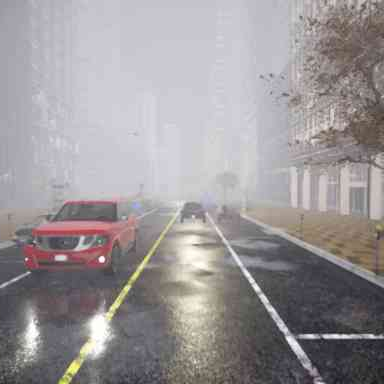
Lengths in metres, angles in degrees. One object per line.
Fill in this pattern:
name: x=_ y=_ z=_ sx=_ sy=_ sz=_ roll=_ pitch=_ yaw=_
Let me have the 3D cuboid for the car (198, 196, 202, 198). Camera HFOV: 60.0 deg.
car: x=0.083 y=1.528 z=46.379 sx=1.895 sy=1.301 sz=4.718 roll=0 pitch=0 yaw=0

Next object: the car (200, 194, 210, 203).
car: x=2.649 y=1.349 z=70.062 sx=1.967 sy=1.590 sz=4.097 roll=-1 pitch=0 yaw=0

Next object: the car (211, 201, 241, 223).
car: x=2.669 y=1.537 z=25.063 sx=1.802 sy=1.307 sz=4.206 roll=-1 pitch=0 yaw=0

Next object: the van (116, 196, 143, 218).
van: x=-5.717 y=1.288 z=30.683 sx=1.690 sy=1.788 sz=3.998 roll=-1 pitch=0 yaw=0

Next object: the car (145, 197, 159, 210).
car: x=-5.718 y=1.477 z=41.933 sx=1.887 sy=1.381 sz=4.507 roll=-1 pitch=0 yaw=0

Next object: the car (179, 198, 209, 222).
car: x=0.090 y=1.460 z=25.787 sx=1.837 sy=1.490 sz=4.892 roll=0 pitch=0 yaw=0

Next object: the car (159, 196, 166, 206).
car: x=-5.722 y=1.472 z=53.184 sx=2.008 sy=1.369 sz=4.403 roll=-1 pitch=0 yaw=0

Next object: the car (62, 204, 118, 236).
car: x=-5.709 y=1.489 z=19.264 sx=1.752 sy=1.417 sz=4.829 roll=-1 pitch=0 yaw=0

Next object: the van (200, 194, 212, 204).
van: x=2.652 y=1.258 z=58.813 sx=1.690 sy=1.788 sz=3.998 roll=-1 pitch=0 yaw=0

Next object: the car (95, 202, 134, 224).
car: x=-5.711 y=1.500 z=25.059 sx=1.887 sy=1.381 sz=4.507 roll=-1 pitch=0 yaw=0

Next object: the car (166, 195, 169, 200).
car: x=-5.724 y=1.467 z=58.809 sx=2.008 sy=1.369 sz=4.403 roll=-1 pitch=0 yaw=0

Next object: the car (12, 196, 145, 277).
car: x=-3.076 y=1.202 z=10.583 sx=2.150 sy=2.045 sz=5.566 roll=0 pitch=0 yaw=0

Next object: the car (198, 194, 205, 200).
car: x=2.643 y=1.425 z=92.733 sx=1.752 sy=1.417 sz=4.829 roll=-1 pitch=0 yaw=0

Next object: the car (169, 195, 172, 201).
car: x=-5.733 y=1.454 z=81.309 sx=2.008 sy=1.369 sz=4.403 roll=-1 pitch=0 yaw=0
